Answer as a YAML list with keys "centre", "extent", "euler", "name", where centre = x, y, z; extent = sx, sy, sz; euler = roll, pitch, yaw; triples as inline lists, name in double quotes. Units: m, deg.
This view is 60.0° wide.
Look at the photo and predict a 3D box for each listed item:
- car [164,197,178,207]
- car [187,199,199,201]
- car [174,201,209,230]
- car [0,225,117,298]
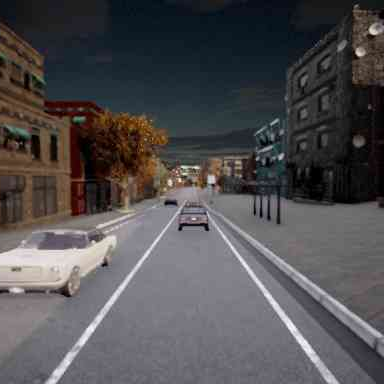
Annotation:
- centre: [-3.074, 1.454, 49.172]
  extent: [1.895, 1.301, 4.718]
  euler: [0, 1, 1]
  name: "car"
- centre: [0.136, 1.520, 42.828]
  extent: [1.895, 1.301, 4.718]
  euler: [0, 1, 0]
  name: "car"
- centre: [0.097, 1.555, 21.077]
  extent: [2.033, 1.411, 5.357]
  euler: [0, 0, 0]
  name: "car"
- centre: [-3.389, 1.599, 8.644]
  extent: [1.895, 1.301, 4.718]
  euler: [0, 0, 0]
  name: "car"
